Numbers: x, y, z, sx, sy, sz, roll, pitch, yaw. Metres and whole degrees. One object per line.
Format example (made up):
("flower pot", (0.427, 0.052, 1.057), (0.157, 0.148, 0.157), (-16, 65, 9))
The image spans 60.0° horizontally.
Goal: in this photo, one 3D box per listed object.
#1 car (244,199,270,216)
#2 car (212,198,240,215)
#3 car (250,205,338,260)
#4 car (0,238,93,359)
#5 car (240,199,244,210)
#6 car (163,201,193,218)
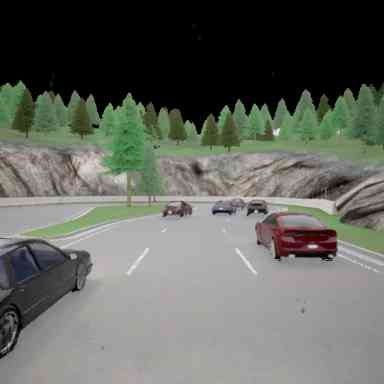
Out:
("car", (6.537, 1.504, 32.679), (1.837, 1.490, 4.892), (0, 0, 16))
("car", (3.363, 1.564, 34.170), (1.994, 1.385, 4.181), (0, 0, 15))
("car", (3.627, 1.477, 12.394), (1.882, 1.535, 5.008), (0, 0, 1))
("car", (-3.398, 1.547, 5.864), (2.033, 1.411, 5.357), (0, 0, 0))
("car", (5.967, 1.547, 43.923), (2.033, 1.411, 5.357), (0, 0, 13))
("car", (-1.281, 1.525, 30.472), (1.812, 1.442, 4.674), (0, 0, 14))
